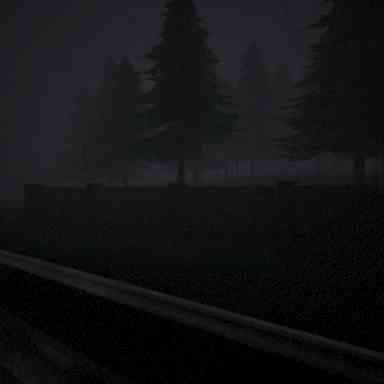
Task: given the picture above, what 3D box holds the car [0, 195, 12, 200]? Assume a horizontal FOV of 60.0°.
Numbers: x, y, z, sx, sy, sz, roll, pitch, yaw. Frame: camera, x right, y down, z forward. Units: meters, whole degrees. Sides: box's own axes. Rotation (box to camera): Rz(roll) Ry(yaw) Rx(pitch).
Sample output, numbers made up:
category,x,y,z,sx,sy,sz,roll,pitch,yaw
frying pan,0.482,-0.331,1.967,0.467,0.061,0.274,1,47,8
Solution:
category,x,y,z,sx,sy,sz,roll,pitch,yaw
car,-45.902,1.451,82.221,2.033,1.411,5.357,0,0,-21
